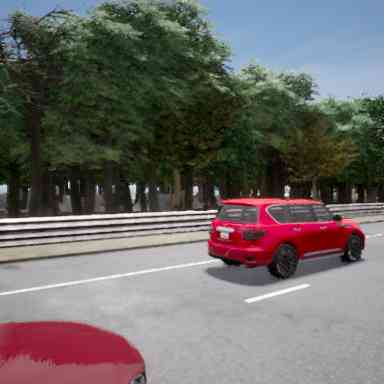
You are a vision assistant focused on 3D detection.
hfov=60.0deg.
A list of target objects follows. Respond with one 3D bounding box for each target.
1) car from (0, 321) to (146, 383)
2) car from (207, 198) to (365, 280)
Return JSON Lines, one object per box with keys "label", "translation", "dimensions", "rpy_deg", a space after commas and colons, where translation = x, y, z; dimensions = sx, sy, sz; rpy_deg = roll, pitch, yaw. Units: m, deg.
{"label": "car", "translation": [-2.491, 1.526, 1.969], "dimensions": [4.674, 1.442, 1.812], "rpy_deg": [0, 0, -36]}
{"label": "car", "translation": [3.028, 1.216, 10.207], "dimensions": [5.566, 2.045, 2.150], "rpy_deg": [0, 0, -36]}
